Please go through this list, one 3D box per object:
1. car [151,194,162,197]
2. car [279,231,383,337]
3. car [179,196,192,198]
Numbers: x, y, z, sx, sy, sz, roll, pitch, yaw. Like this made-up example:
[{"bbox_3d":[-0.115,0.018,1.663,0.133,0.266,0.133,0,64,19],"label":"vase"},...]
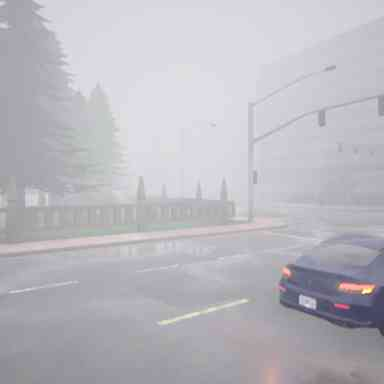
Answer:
[{"bbox_3d":[-5.848,1.115,56.096,2.097,1.767,4.553,0,0,-3],"label":"car"},{"bbox_3d":[3.636,1.483,6.361,4.674,1.442,1.812,0,0,-35],"label":"car"},{"bbox_3d":[-0.600,1.283,37.918,1.882,1.535,5.008,-1,0,-28],"label":"car"}]
